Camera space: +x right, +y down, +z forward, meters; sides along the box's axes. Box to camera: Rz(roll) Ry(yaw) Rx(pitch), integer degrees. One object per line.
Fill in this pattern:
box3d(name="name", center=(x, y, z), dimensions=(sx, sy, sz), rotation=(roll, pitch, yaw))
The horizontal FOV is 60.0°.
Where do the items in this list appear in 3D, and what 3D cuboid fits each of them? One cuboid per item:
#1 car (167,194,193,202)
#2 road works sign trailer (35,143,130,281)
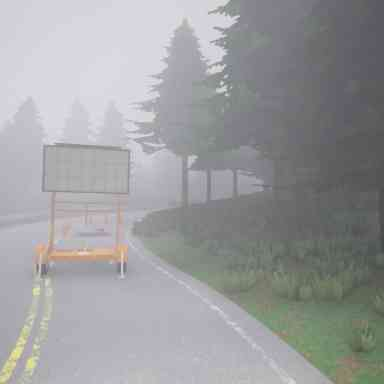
box3d(name="car", center=(-1.383, 1.040, 43.065), dimensions=(2.097, 1.767, 4.553), rotation=(-3, -1, 32))
box3d(name="road works sign trailer", center=(-3.093, 0.425, 9.792), dimensions=(2.380, 3.560, 2.880), rotation=(2, 0, -15))
